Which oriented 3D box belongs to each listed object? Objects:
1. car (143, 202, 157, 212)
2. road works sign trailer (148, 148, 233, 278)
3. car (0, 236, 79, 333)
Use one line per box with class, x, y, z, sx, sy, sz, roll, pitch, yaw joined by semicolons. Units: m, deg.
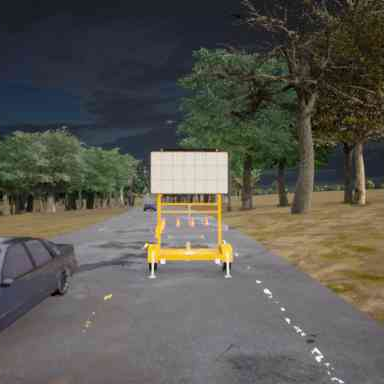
car;-5.944;2.058;47.164;2.033;1.411;5.357;0;-1;-6
road works sign trailer;-0.081;0.481;10.183;2.380;3.560;2.880;0;0;-2
car;-3.661;1.550;5.915;2.033;1.411;5.357;0;0;-1
